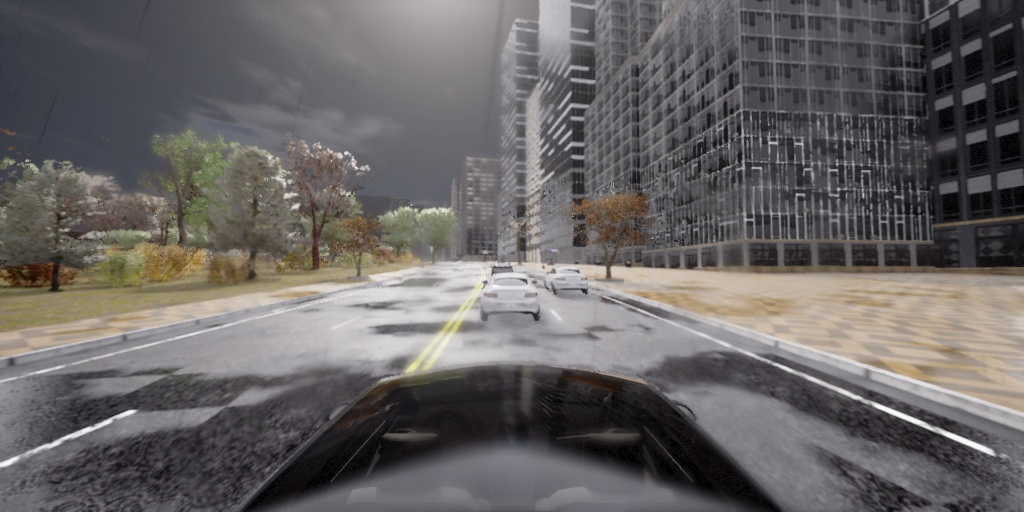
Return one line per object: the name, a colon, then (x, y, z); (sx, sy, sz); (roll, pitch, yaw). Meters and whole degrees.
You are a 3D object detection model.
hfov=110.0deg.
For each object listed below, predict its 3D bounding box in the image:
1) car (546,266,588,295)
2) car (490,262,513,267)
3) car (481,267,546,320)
car: (2.961, 1.292, 20.012); (1.812, 1.442, 4.674); (0, 0, -2)
car: (-0.891, 1.277, 31.921); (2.128, 1.511, 4.902); (0, 0, -3)
car: (-0.065, 1.282, 12.545); (1.812, 1.442, 4.674); (0, 0, -1)
